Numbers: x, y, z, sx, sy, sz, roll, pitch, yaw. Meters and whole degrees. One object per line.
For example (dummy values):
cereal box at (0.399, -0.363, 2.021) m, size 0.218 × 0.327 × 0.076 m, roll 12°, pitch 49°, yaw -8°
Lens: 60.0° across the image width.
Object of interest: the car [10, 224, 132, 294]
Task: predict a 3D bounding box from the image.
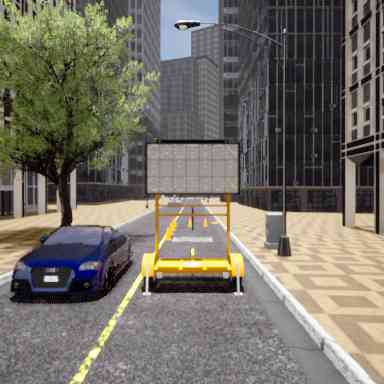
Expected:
car at (-2.833, 1.562, 8.684) m, size 1.994 × 1.385 × 4.181 m, roll 0°, pitch 0°, yaw 0°

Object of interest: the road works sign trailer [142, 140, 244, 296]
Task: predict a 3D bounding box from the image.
road works sign trailer at (0.018, 0.463, 8.636) m, size 2.380 × 3.560 × 2.880 m, roll 0°, pitch 0°, yaw 0°

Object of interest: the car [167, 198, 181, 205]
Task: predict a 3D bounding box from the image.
car at (-2.736, 1.641, 51.123) m, size 1.895 × 1.301 × 4.718 m, roll 0°, pitch 0°, yaw 0°
